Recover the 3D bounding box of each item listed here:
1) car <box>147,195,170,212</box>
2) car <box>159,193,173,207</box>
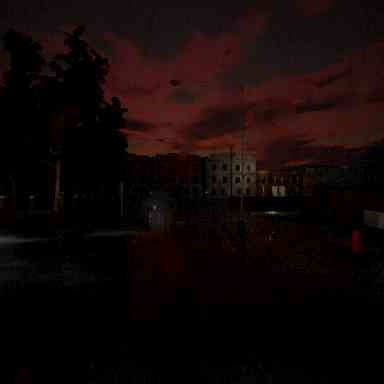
[{"bbox_3d":[-4.139,1.488,39.465,2.128,1.511,4.902,0,0,0],"label":"car"},{"bbox_3d":[-4.118,1.217,50.054,2.150,2.045,5.566,0,0,1],"label":"car"}]
